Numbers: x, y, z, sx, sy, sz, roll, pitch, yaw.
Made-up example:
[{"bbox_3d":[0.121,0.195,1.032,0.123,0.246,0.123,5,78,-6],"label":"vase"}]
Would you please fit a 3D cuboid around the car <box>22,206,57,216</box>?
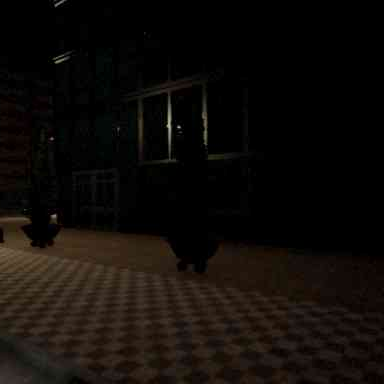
[{"bbox_3d":[-16.191,1.833,36.238,1.994,1.385,4.181,-1,-1,35],"label":"car"}]
